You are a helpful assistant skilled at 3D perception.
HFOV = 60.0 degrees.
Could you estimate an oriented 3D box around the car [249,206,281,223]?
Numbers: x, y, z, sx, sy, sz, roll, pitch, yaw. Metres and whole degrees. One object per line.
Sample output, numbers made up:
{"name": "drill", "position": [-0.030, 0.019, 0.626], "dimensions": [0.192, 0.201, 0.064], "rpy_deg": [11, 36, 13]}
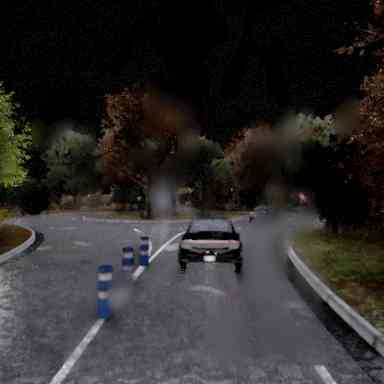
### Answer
{"name": "car", "position": [6.828, 2.041, 30.823], "dimensions": [2.128, 1.511, 4.902], "rpy_deg": [-1, -2, 30]}

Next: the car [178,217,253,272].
{"name": "car", "position": [0.681, 1.589, 11.159], "dimensions": [2.128, 1.511, 4.902], "rpy_deg": [0, -1, 5]}
